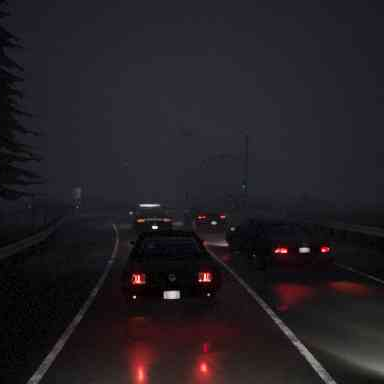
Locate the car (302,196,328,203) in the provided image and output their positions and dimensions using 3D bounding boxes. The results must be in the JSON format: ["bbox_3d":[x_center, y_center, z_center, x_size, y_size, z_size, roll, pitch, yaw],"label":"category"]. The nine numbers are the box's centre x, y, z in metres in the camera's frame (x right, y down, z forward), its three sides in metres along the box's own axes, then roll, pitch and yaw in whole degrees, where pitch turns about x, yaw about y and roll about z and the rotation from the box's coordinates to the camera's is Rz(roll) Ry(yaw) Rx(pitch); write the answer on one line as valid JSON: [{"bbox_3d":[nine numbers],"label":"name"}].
[{"bbox_3d":[26.909,1.540,72.779,5.357,1.411,2.033,0,0,-23],"label":"car"}]

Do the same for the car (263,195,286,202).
[{"bbox_3d":[19.140,1.500,77.259,4.892,1.490,1.837,0,0,-21],"label":"car"}]

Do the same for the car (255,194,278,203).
[{"bbox_3d":[16.221,1.355,72.422,4.553,1.767,2.097,0,0,-21],"label":"car"}]

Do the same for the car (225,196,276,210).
[{"bbox_3d":[6.684,1.547,38.819,5.357,1.411,2.033,0,0,-21],"label":"car"}]

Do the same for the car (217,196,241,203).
[{"bbox_3d":[7.797,1.524,69.257,4.674,1.442,1.812,0,0,-21],"label":"car"}]

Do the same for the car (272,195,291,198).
[{"bbox_3d":[18.669,1.525,65.886,4.674,1.442,1.812,0,0,-20],"label":"car"}]

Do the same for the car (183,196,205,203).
[{"bbox_3d":[0.331,1.552,70.190,4.181,1.385,1.994,0,0,-21],"label":"car"}]

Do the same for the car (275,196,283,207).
[{"bbox_3d":[10.053,1.601,47.565,4.718,1.301,1.895,0,0,-21],"label":"car"}]

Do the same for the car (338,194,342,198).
[{"bbox_3d":[36.141,1.540,77.654,5.357,1.411,2.033,0,0,-31],"label":"car"}]

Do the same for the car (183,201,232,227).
[{"bbox_3d":[0.678,1.526,20.467,1.812,1.442,4.674,0,0,-13],"label":"car"}]

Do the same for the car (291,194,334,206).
[{"bbox_3d":[16.767,1.477,46.348,5.008,1.535,1.882,0,0,-21],"label":"car"}]

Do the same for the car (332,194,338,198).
[{"bbox_3d":[27.118,1.478,69.089,5.008,1.535,1.882,0,0,-21],"label":"car"}]

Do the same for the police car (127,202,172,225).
[{"bbox_3d":[-2.267,1.425,17.776,1.930,1.638,5.238,0,0,-13],"label":"police car"}]

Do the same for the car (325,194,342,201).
[{"bbox_3d":[37.004,1.325,86.797,4.553,1.767,2.097,0,0,-35],"label":"car"}]

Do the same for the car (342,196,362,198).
[{"bbox_3d":[36.425,1.540,73.694,5.357,1.411,2.033,0,0,-31],"label":"car"}]

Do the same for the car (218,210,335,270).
[{"bbox_3d":[2.542,1.547,11.065,2.033,1.411,5.357,0,0,-8],"label":"car"}]

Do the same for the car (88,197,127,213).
[{"bbox_3d":[-8.644,1.497,36.799,4.902,1.511,2.128,0,0,-21],"label":"car"}]

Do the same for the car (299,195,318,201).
[{"bbox_3d":[28.406,1.552,81.251,4.181,1.385,1.994,0,0,-27],"label":"car"}]

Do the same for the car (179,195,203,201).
[{"bbox_3d":[0.497,1.564,59.139,4.181,1.385,1.994,0,0,-21],"label":"car"}]

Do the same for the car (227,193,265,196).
[{"bbox_3d":[7.713,1.223,50.424,5.566,2.045,2.150,0,0,-21],"label":"car"}]

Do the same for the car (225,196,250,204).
[{"bbox_3d":[8.974,1.525,66.013,4.674,1.442,1.812,0,0,-20],"label":"car"}]

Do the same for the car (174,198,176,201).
[{"bbox_3d":[-1.583,1.491,65.810,4.902,1.511,2.128,0,0,-20],"label":"car"}]

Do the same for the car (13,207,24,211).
[{"bbox_3d":[-18.783,1.551,40.466,5.357,1.411,2.033,0,0,-21],"label":"car"}]

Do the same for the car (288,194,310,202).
[{"bbox_3d":[24.278,1.355,75.501,4.553,1.767,2.097,0,0,-21],"label":"car"}]

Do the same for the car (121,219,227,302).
[{"bbox_3d":[-0.601,1.601,8.312,1.895,1.301,4.718,0,0,-6],"label":"car"}]

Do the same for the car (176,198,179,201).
[{"bbox_3d":[-0.060,1.352,62.669,4.553,1.767,2.097,0,0,-22],"label":"car"}]

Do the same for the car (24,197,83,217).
[{"bbox_3d":[-12.963,1.360,31.436,4.553,1.767,2.097,0,0,-21],"label":"car"}]

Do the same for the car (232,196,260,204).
[{"bbox_3d":[10.142,1.505,62.743,4.892,1.490,1.837,0,0,-20],"label":"car"}]

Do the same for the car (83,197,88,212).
[{"bbox_3d":[-11.268,1.358,39.552,4.553,1.767,2.097,0,0,-21],"label":"car"}]

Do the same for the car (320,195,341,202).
[{"bbox_3d":[33.397,1.525,80.048,4.902,1.511,2.128,0,0,-31],"label":"car"}]
